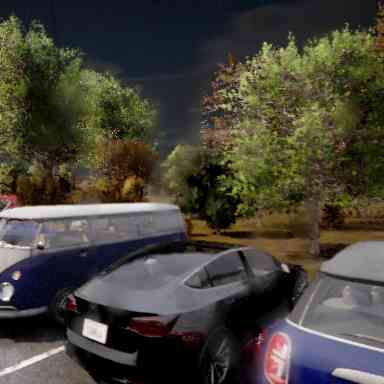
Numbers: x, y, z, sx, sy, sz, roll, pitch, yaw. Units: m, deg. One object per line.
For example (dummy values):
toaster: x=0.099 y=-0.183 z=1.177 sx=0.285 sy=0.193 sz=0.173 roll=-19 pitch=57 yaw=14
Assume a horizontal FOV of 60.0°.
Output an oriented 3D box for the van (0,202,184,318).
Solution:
van: x=-2.047 y=1.250 z=6.921 sx=1.878 sy=1.987 sz=4.442 roll=0 pitch=0 yaw=36

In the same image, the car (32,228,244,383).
car: x=0.339 y=1.508 z=5.398 sx=2.163 sy=1.488 sz=4.792 roll=0 pitch=0 yaw=36

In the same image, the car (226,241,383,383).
car: x=2.496 y=1.354 z=3.777 sx=2.185 sy=1.767 sz=4.553 roll=0 pitch=0 yaw=36
